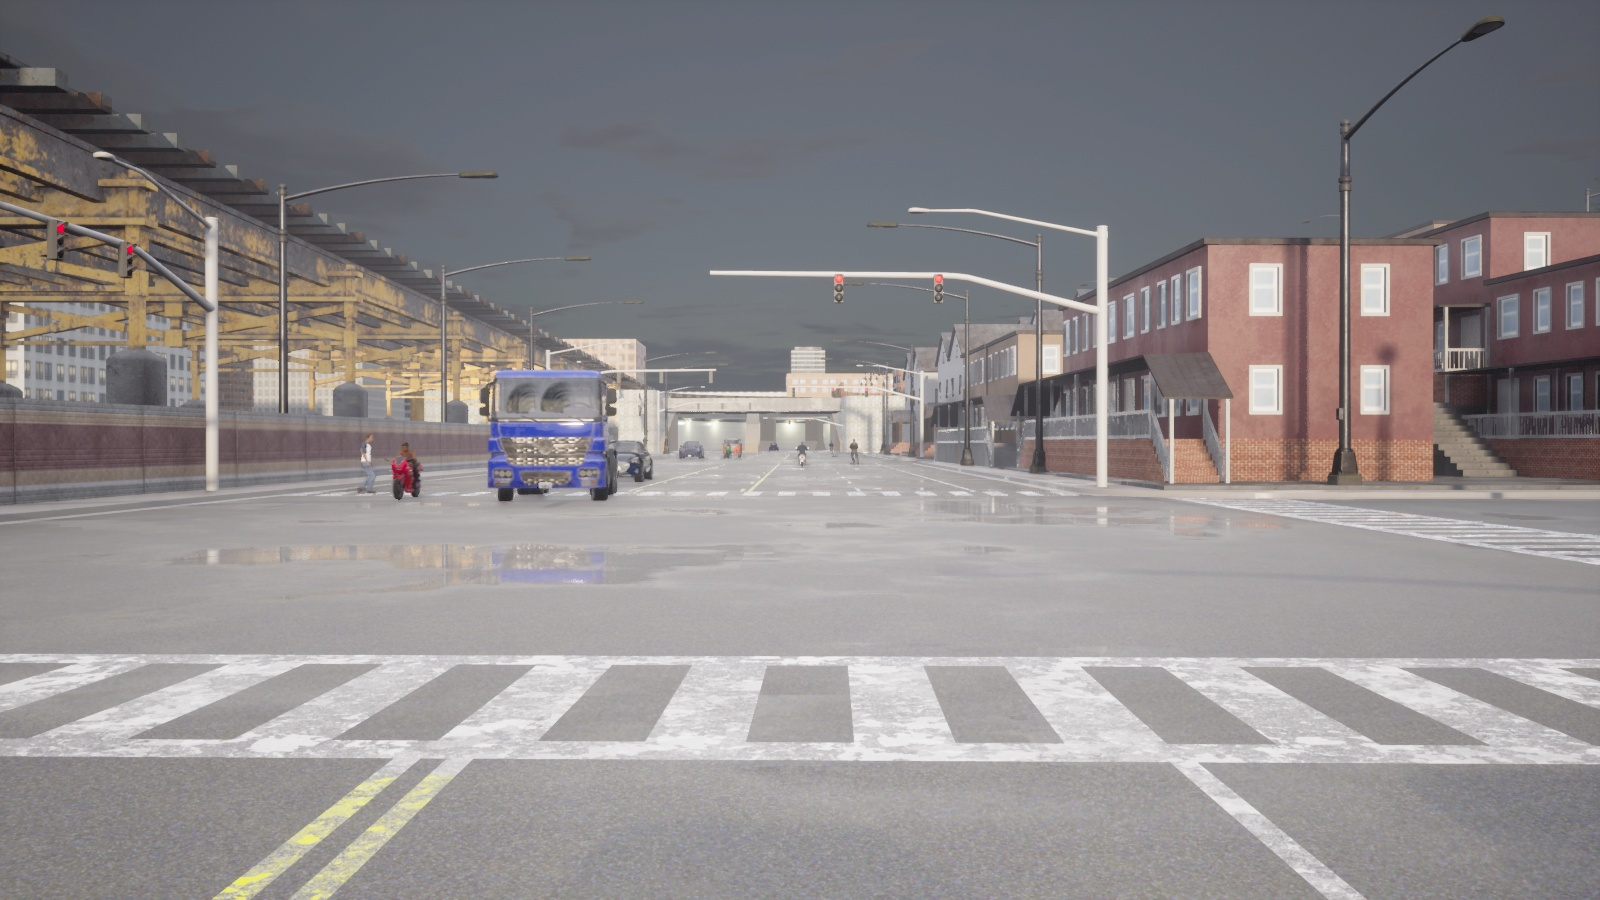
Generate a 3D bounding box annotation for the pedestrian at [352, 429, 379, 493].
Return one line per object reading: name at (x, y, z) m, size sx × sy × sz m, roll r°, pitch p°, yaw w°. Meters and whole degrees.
pedestrian at (-12.637, 0.315, 36.550) m, size 0.706 × 1.836 × 0.354 m, roll 0°, pitch 0°, yaw -15°

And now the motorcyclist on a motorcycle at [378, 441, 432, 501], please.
motorcyclist on a motorcycle at (-10.431, 0.533, 33.218) m, size 0.797 × 1.523 × 2.044 m, roll 0°, pitch 0°, yaw 0°

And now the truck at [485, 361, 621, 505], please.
truck at (-6.552, -0.435, 34.456) m, size 2.891 × 3.462 × 7.936 m, roll 0°, pitch 0°, yaw -6°

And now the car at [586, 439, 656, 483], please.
car at (-6.902, 0.395, 48.970) m, size 2.033 × 1.649 × 4.856 m, roll 0°, pitch 0°, yaw 0°
